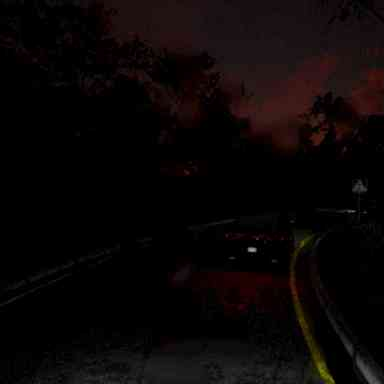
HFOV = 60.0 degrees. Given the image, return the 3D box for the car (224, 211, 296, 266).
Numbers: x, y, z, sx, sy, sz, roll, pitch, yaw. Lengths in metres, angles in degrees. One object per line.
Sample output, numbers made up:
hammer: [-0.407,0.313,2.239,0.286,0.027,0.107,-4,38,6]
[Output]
car: [2.457,1.385,11.420,1.882,1.535,5.008,0,1,19]

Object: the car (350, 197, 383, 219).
car: [15.003,1.297,26.979,4.892,1.490,1.837,0,1,-42]
